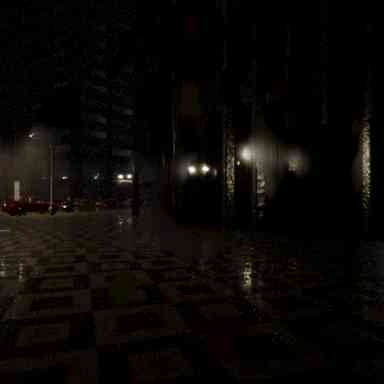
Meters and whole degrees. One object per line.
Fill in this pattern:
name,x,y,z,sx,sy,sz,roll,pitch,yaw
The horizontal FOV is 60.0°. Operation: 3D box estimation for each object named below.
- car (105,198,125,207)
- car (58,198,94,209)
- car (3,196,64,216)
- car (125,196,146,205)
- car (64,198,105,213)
car,-12.772,1.573,50.700,1.802,1.307,4.206,0,0,35
car,-15.979,1.539,46.062,1.887,1.381,4.507,0,0,35
car,-15.398,1.322,31.914,2.192,1.841,5.009,0,0,35
car,-9.563,1.428,55.338,1.967,1.590,4.097,0,0,35
car,-12.190,1.570,36.553,1.947,1.339,4.313,0,0,35
